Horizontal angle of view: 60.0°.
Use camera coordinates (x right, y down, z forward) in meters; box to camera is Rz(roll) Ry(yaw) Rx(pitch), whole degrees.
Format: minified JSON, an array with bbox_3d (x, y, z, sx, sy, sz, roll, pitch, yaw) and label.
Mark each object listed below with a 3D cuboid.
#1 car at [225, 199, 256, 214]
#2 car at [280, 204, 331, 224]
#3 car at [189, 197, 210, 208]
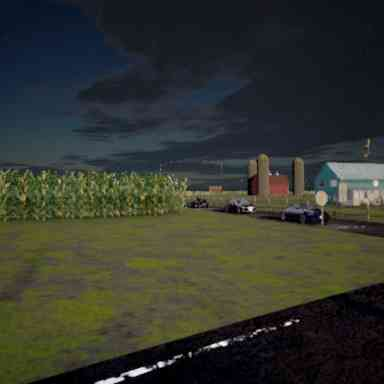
[{"bbox_3d":[5.174,1.542,35.912,2.128,1.511,4.902,-1,0,-18],"label":"car"},{"bbox_3d":[8.553,1.594,25.427,1.994,1.385,4.181,-1,0,-17],"label":"car"},{"bbox_3d":[1.032,1.587,48.844,1.837,1.490,4.892,-1,1,-18],"label":"car"}]
